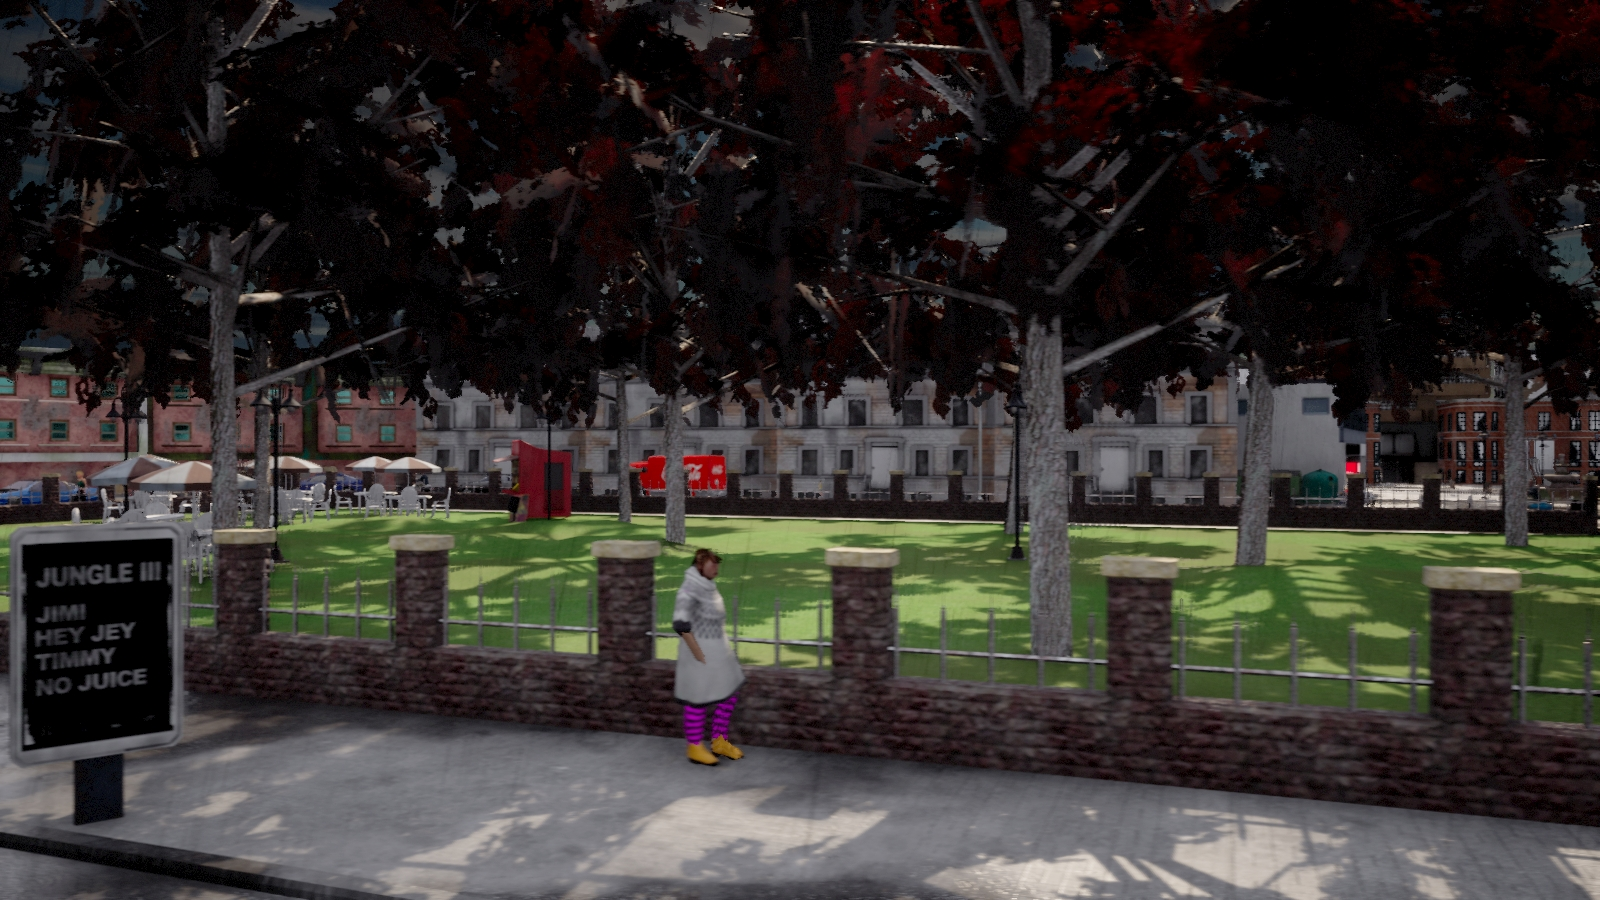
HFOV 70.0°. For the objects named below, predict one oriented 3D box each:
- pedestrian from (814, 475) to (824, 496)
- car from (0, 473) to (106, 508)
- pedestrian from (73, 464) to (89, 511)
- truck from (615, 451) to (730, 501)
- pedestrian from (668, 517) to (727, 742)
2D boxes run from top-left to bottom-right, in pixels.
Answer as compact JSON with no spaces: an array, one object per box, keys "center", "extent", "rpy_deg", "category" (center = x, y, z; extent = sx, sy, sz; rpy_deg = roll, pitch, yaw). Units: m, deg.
[{"center":[1.029,1.891,61.246],"extent":[0.500,1.100,0.500],"rpy_deg":[0,0,7],"category":"pedestrian"},{"center":[-35.436,1.852,53.106],"extent":[2.033,1.411,5.357],"rpy_deg":[0,0,21],"category":"car"},{"center":[-28.828,1.495,45.818],"extent":[0.375,1.860,0.375],"rpy_deg":[0,0,14],"category":"pedestrian"},{"center":[-6.548,1.316,58.624],"extent":[5.204,2.467,2.627],"rpy_deg":[-1,0,20],"category":"truck"},{"center":[-0.876,1.519,9.823],"extent":[0.375,1.860,0.375],"rpy_deg":[0,0,21],"category":"pedestrian"}]
